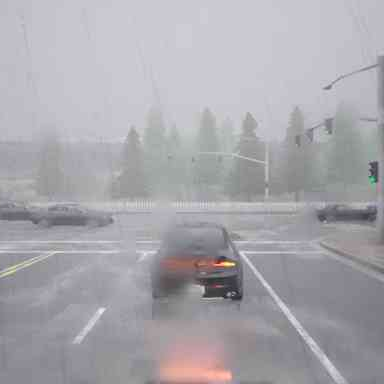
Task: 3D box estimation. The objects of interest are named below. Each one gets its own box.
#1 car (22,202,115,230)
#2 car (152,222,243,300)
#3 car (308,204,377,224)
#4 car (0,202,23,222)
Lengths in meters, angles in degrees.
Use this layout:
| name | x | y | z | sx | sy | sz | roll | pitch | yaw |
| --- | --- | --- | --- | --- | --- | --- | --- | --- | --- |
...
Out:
| name | x | y | z | sx | sy | sz | roll | pitch | yaw |
| --- | --- | --- | --- | --- | --- | --- | --- | --- | --- |
| car | -7.205 | 1.471 | 20.236 | 4.902 | 1.511 | 2.128 | 0 | 0 | 0 |
| car | 0.173 | 1.505 | 8.368 | 1.837 | 1.490 | 4.892 | 0 | 0 | 2 |
| car | 10.867 | 1.545 | 23.616 | 4.718 | 1.301 | 1.895 | 0 | 0 | 0 |
| car | -12.175 | 1.456 | 23.768 | 4.902 | 1.511 | 2.128 | 0 | 0 | 0 |
